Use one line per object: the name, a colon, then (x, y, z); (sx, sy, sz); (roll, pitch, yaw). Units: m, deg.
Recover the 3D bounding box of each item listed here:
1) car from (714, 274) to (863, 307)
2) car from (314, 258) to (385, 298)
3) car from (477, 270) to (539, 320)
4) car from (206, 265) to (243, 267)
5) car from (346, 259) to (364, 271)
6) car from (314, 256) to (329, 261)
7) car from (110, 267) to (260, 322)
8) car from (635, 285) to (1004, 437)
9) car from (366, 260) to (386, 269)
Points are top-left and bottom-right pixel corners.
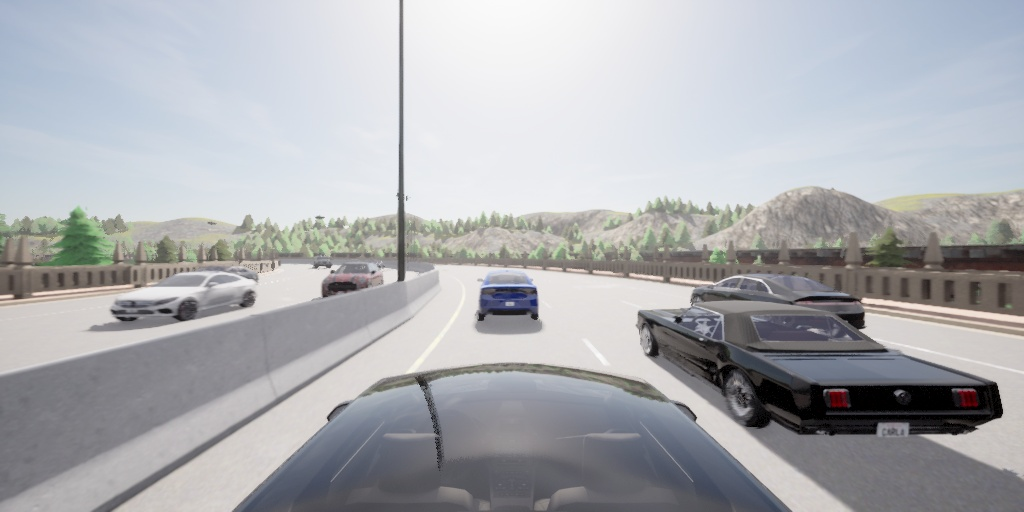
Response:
car: (6.932, 1.242, 10.090); (2.128, 1.511, 4.902); (0, 0, -2)
car: (-7.993, 1.103, 18.383); (2.097, 1.767, 4.553); (0, 0, -8)
car: (-0.223, 1.228, 12.792); (1.882, 1.535, 5.008); (0, 0, -4)
car: (-15.039, 1.242, 18.396); (2.128, 1.511, 4.902); (0, 0, -8)
car: (-22.589, 1.257, 51.486); (1.837, 1.490, 4.892); (0, 0, -29)
car: (-29.890, 0.987, 56.634); (2.150, 2.045, 5.566); (0, 0, -34)
car: (-10.917, 1.276, 12.467); (1.812, 1.442, 4.674); (0, 0, -4)
car: (3.575, 1.351, 5.594); (1.895, 1.301, 4.718); (0, 0, 0)
car: (-21.431, 1.300, 56.479); (2.033, 1.411, 5.357); (0, 0, -31)
